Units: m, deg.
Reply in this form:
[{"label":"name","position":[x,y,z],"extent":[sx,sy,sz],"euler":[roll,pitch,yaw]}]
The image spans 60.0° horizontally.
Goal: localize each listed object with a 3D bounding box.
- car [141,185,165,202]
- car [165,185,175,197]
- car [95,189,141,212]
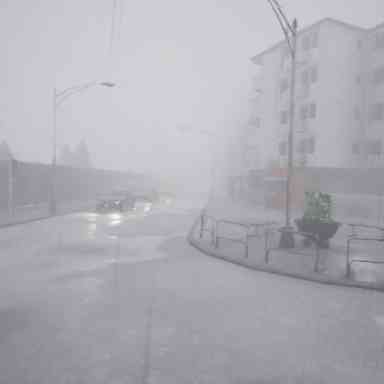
[{"label":"car","position":[-4.554,0.255,34.425],"extent":[2.033,1.411,5.357],"euler":[2,2,5]},{"label":"car","position":[-3.569,-0.202,46.626],"extent":[1.882,1.535,5.008],"euler":[2,3,5]},{"label":"car","position":[-5.393,0.541,24.067],"extent":[1.837,1.490,4.892],"euler":[2,2,5]}]
